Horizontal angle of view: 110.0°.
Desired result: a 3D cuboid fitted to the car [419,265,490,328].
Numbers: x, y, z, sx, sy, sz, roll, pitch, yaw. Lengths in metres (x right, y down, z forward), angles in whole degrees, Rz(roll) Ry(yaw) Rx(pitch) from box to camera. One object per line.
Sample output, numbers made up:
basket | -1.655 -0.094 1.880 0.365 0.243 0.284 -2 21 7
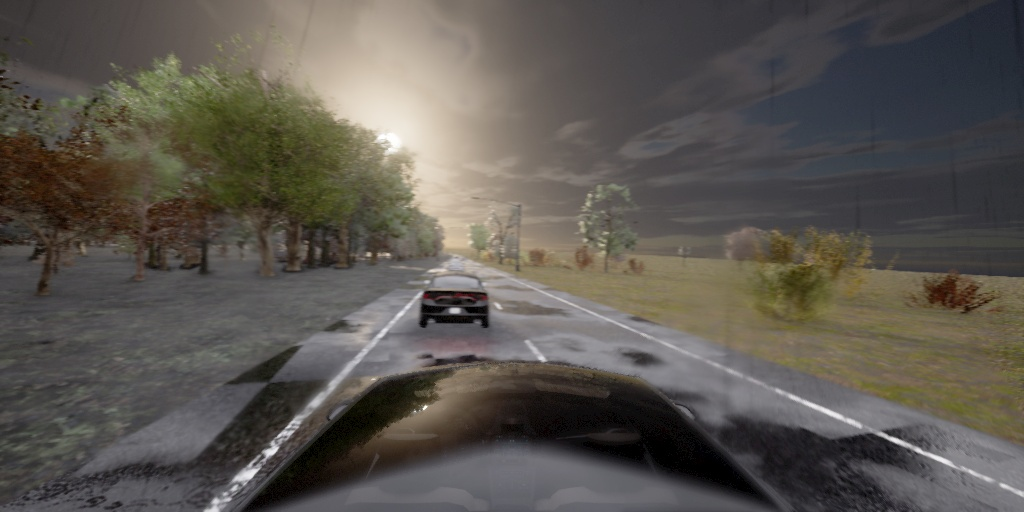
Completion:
car | -1.798 1.229 11.440 1.882 1.535 5.008 2 -1 -9

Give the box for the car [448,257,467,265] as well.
car | -6.452 1.237 41.476 1.812 1.442 4.674 2 0 -9
